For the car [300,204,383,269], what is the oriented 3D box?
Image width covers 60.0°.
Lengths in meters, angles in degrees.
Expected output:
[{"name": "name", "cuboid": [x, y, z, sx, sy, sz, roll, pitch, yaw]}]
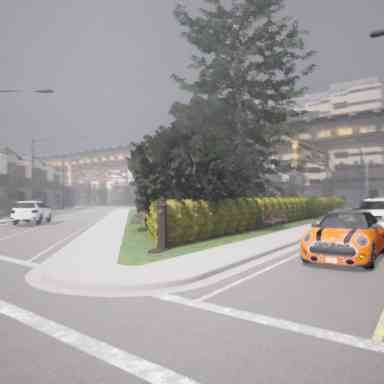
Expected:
[{"name": "car", "cuboid": [5.434, 1.457, 11.713, 2.097, 1.767, 4.553, -1, -1, 36]}]

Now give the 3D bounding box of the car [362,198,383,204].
[{"name": "car", "cuboid": [11.145, 1.384, 19.693, 2.150, 2.045, 5.566, -1, -1, 36]}]

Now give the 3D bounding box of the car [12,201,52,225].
[{"name": "car", "cuboid": [-14.185, 1.817, 29.744, 2.150, 2.045, 5.566, 0, -1, -10]}]
